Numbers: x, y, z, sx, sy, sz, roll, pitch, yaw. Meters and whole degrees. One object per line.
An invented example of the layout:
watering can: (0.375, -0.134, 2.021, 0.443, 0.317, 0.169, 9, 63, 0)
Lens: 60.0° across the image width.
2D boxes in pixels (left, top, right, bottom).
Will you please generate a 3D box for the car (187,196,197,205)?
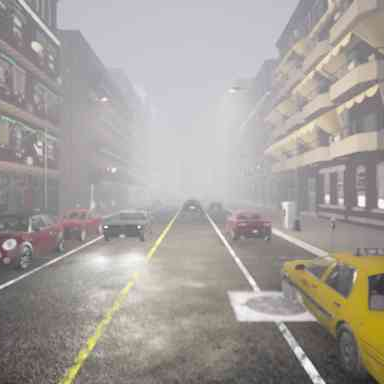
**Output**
car: (-0.007, 1.511, 58.182, 1.812, 1.442, 4.674, 0, 0, 0)

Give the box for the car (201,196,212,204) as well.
car: (2.682, 1.505, 61.645, 1.752, 1.417, 4.829, 0, 0, 0)

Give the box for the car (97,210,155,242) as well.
car: (-3.004, 1.598, 16.537, 1.895, 1.301, 4.718, 0, 0, 0)

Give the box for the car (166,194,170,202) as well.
car: (-5.700, 1.531, 61.478, 2.008, 1.369, 4.403, 0, 0, 0)

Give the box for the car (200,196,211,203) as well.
car: (2.681, 1.543, 67.111, 1.947, 1.339, 4.313, 0, 0, 0)

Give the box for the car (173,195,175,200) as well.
car: (-5.702, 1.286, 84.023, 2.192, 1.841, 5.009, 0, 0, 0)

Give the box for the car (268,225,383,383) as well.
car: (2.690, 1.524, 5.283, 1.752, 1.417, 4.829, 0, 0, 0)

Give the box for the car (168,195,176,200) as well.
car: (-5.704, 1.491, 95.125, 1.752, 1.417, 4.829, 0, 0, 0)

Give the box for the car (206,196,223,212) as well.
car: (2.685, 1.539, 38.930, 2.008, 1.369, 4.403, 0, 0, 0)

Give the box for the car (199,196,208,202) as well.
car: (2.679, 1.554, 78.384, 1.802, 1.307, 4.206, 0, 0, 0)

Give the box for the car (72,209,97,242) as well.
car: (-5.692, 1.541, 16.388, 1.887, 1.381, 4.507, 0, 0, 0)

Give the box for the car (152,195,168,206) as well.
car: (-5.698, 1.533, 55.841, 2.008, 1.369, 4.403, 0, 0, 0)

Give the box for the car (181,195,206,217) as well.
car: (0.036, 1.414, 31.144, 2.033, 1.649, 4.856, 0, 0, 0)

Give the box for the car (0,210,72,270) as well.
car: (-5.691, 1.438, 10.751, 1.967, 1.590, 4.097, 0, 0, 0)

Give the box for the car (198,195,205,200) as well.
car: (2.676, 1.547, 95.293, 1.802, 1.307, 4.206, 0, 0, 0)

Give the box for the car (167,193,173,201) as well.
car: (-5.701, 1.520, 72.750, 1.887, 1.381, 4.507, 0, 0, 0)

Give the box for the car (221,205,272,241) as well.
car: (2.689, 1.540, 16.385, 1.887, 1.381, 4.507, 0, 0, 0)
